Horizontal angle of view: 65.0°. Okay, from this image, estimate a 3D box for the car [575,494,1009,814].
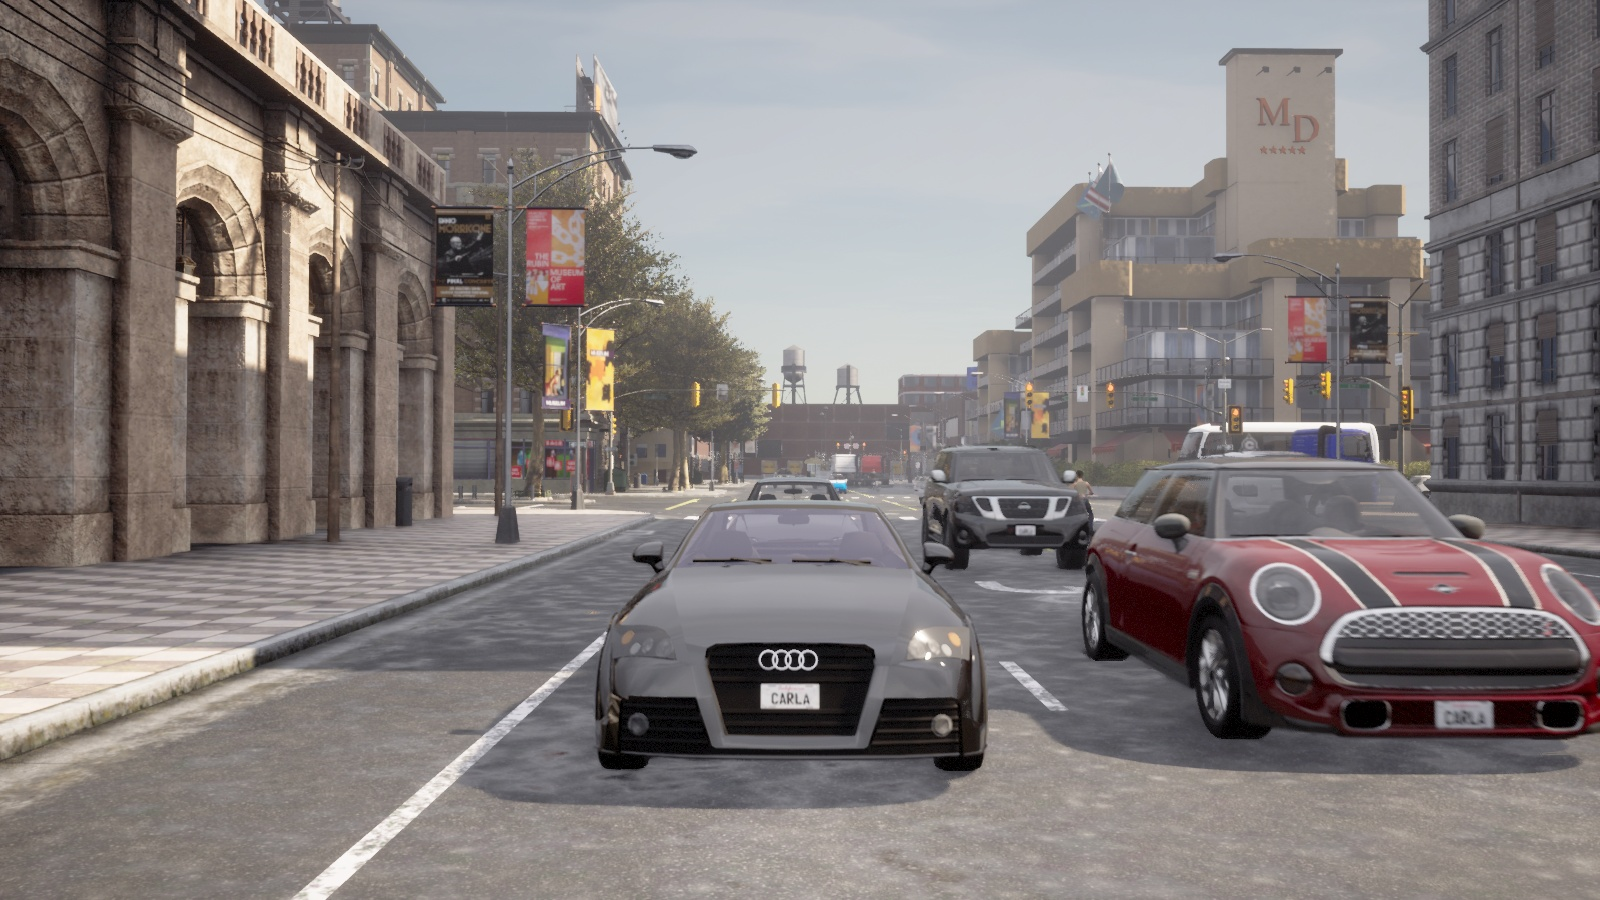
[{"bbox_3d":[-0.033,1.011,7.872,1.994,1.385,4.181,0,-1,0],"label":"car"}]

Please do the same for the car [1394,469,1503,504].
[{"bbox_3d":[28.631,1.595,55.509,3.806,1.475,1.970,0,-1,0],"label":"car"}]

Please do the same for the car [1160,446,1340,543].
[{"bbox_3d":[10.312,0.984,29.326,2.150,2.045,5.566,0,-1,-1],"label":"car"}]

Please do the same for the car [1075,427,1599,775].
[{"bbox_3d":[3.460,0.805,8.680,2.097,1.767,4.553,0,-1,0],"label":"car"}]

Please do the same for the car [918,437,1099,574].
[{"bbox_3d":[3.403,0.884,21.734,2.150,2.045,5.566,0,-1,0],"label":"car"}]

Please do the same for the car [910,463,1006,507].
[{"bbox_3d":[7.095,1.542,56.062,1.932,1.855,4.605,-2,-2,43],"label":"car"}]

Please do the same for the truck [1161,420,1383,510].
[{"bbox_3d":[18.877,0.602,50.419,7.936,3.462,2.891,0,-1,-9],"label":"truck"}]

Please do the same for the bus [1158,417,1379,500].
[{"bbox_3d":[24.795,0.461,66.964,10.273,4.253,3.944,0,-1,-1],"label":"bus"}]

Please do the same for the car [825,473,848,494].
[{"bbox_3d":[2.497,2.302,86.116,1.481,1.376,2.207,0,-1,-1],"label":"car"}]

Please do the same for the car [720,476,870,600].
[{"bbox_3d":[-0.075,1.119,17.373,1.816,1.474,4.193,0,-1,0],"label":"car"}]
